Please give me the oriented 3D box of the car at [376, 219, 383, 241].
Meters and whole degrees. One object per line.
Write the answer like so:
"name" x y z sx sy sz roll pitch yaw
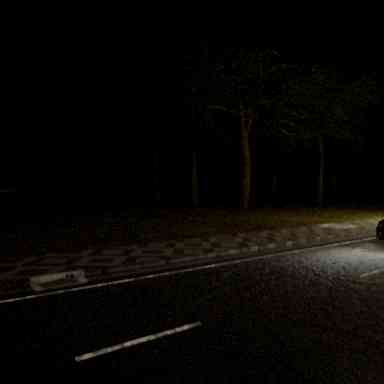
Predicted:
"car" 10.130 1.399 14.901 4.902 1.511 2.128 0 0 -35
